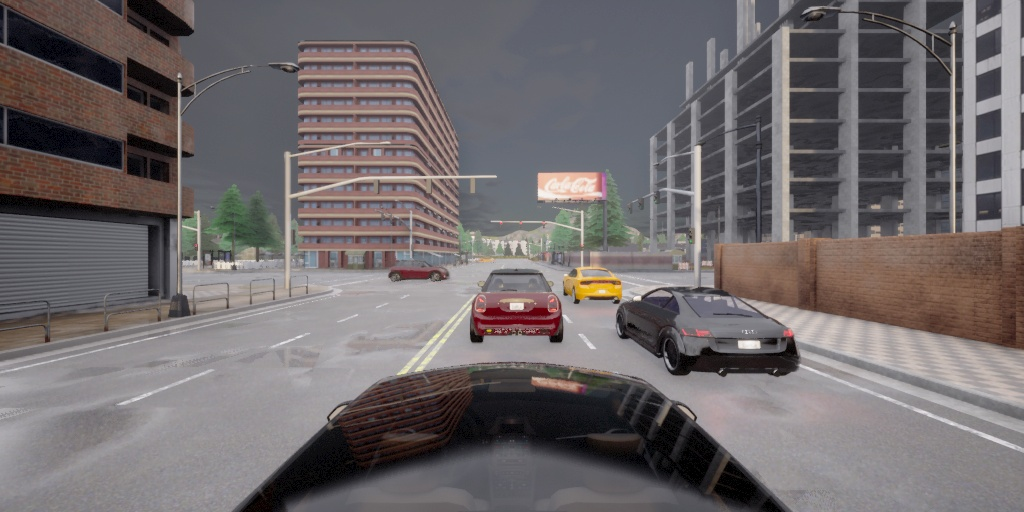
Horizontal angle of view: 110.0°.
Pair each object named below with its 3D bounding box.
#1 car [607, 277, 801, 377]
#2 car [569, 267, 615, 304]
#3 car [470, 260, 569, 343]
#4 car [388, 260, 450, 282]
[{"bbox_3d":[3.600,1.314,7.450,1.994,1.385,4.181,0,0,0],"label":"car"},{"bbox_3d":[3.504,1.228,16.383,1.882,1.535,5.008,0,0,0],"label":"car"},{"bbox_3d":[0.103,1.102,9.855,2.097,1.767,4.553,0,0,0],"label":"car"},{"bbox_3d":[-7.195,1.102,28.094,4.553,1.767,2.097,0,0,0],"label":"car"}]
